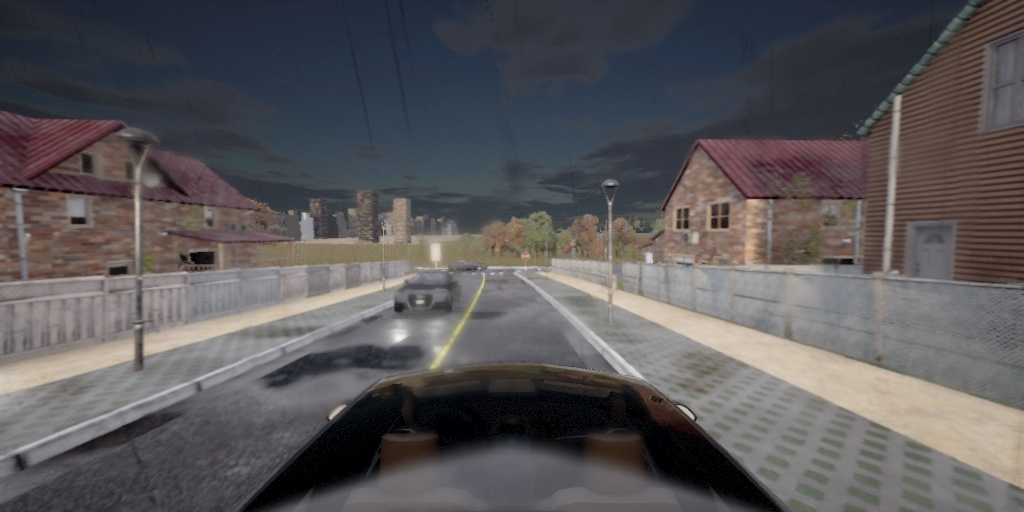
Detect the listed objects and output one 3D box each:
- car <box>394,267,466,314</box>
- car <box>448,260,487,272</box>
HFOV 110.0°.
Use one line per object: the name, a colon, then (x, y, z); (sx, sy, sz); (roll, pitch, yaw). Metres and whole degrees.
car: (-3.061, 1.308, 13.722); (1.994, 1.385, 4.181); (0, 0, -2)
car: (-5.595, 1.253, 44.853); (4.902, 1.511, 2.128); (-1, 2, -7)
